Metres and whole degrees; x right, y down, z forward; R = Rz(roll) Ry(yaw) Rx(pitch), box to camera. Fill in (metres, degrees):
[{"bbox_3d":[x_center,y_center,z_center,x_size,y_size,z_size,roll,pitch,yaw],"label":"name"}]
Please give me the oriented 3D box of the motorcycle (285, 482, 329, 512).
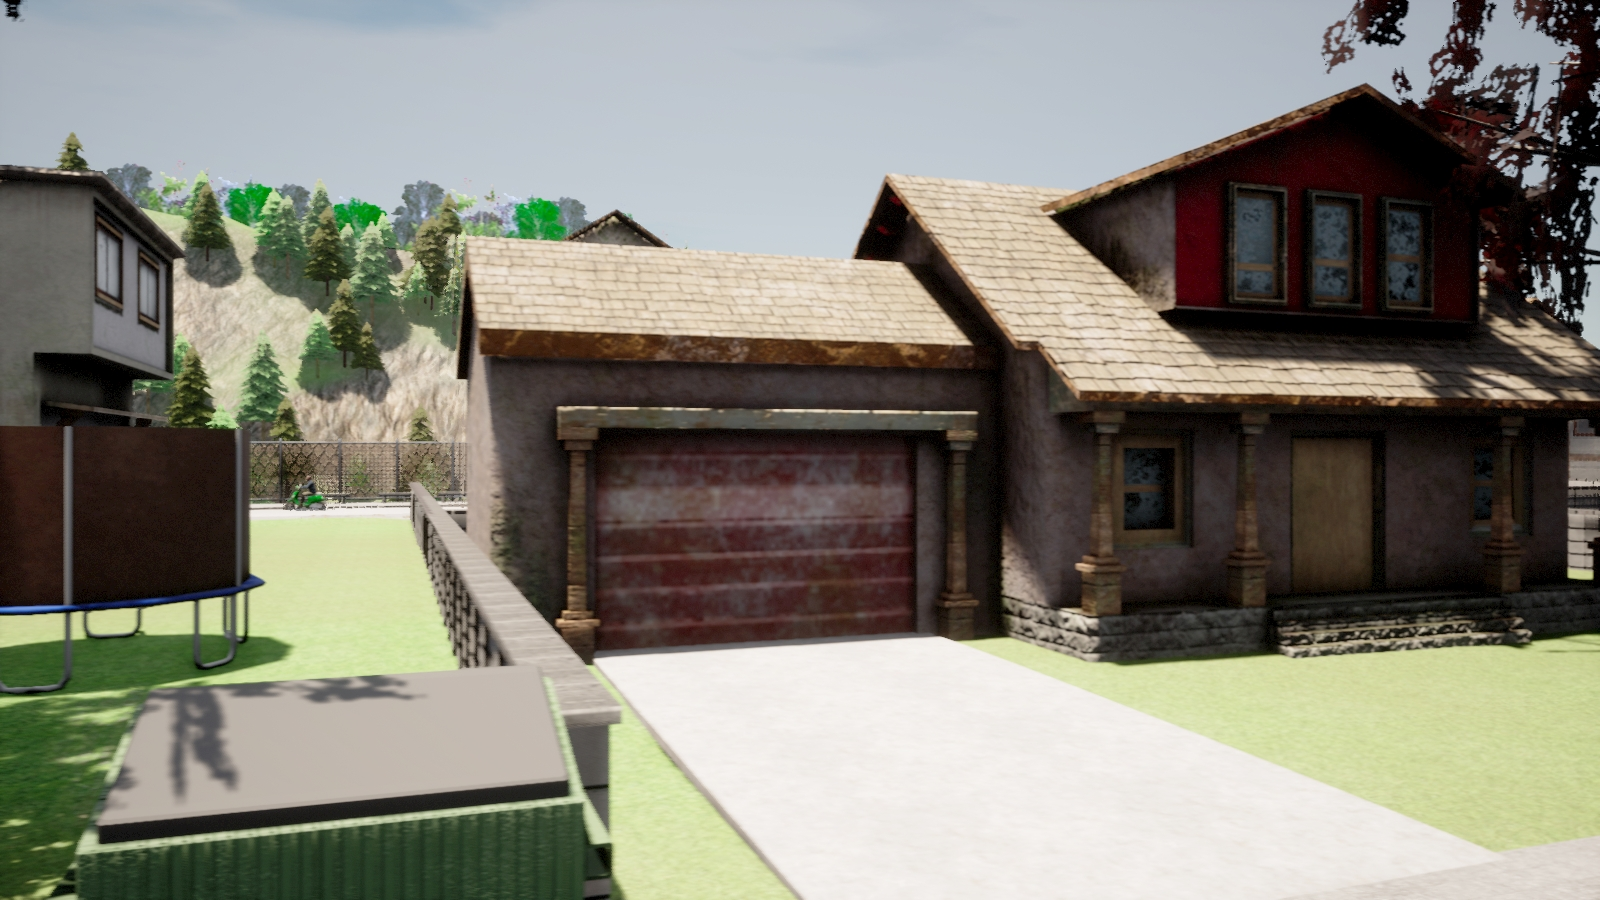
[{"bbox_3d":[-22.672,2.142,52.539,1.805,1.316,0.856,0,0,-20],"label":"motorcycle"}]
